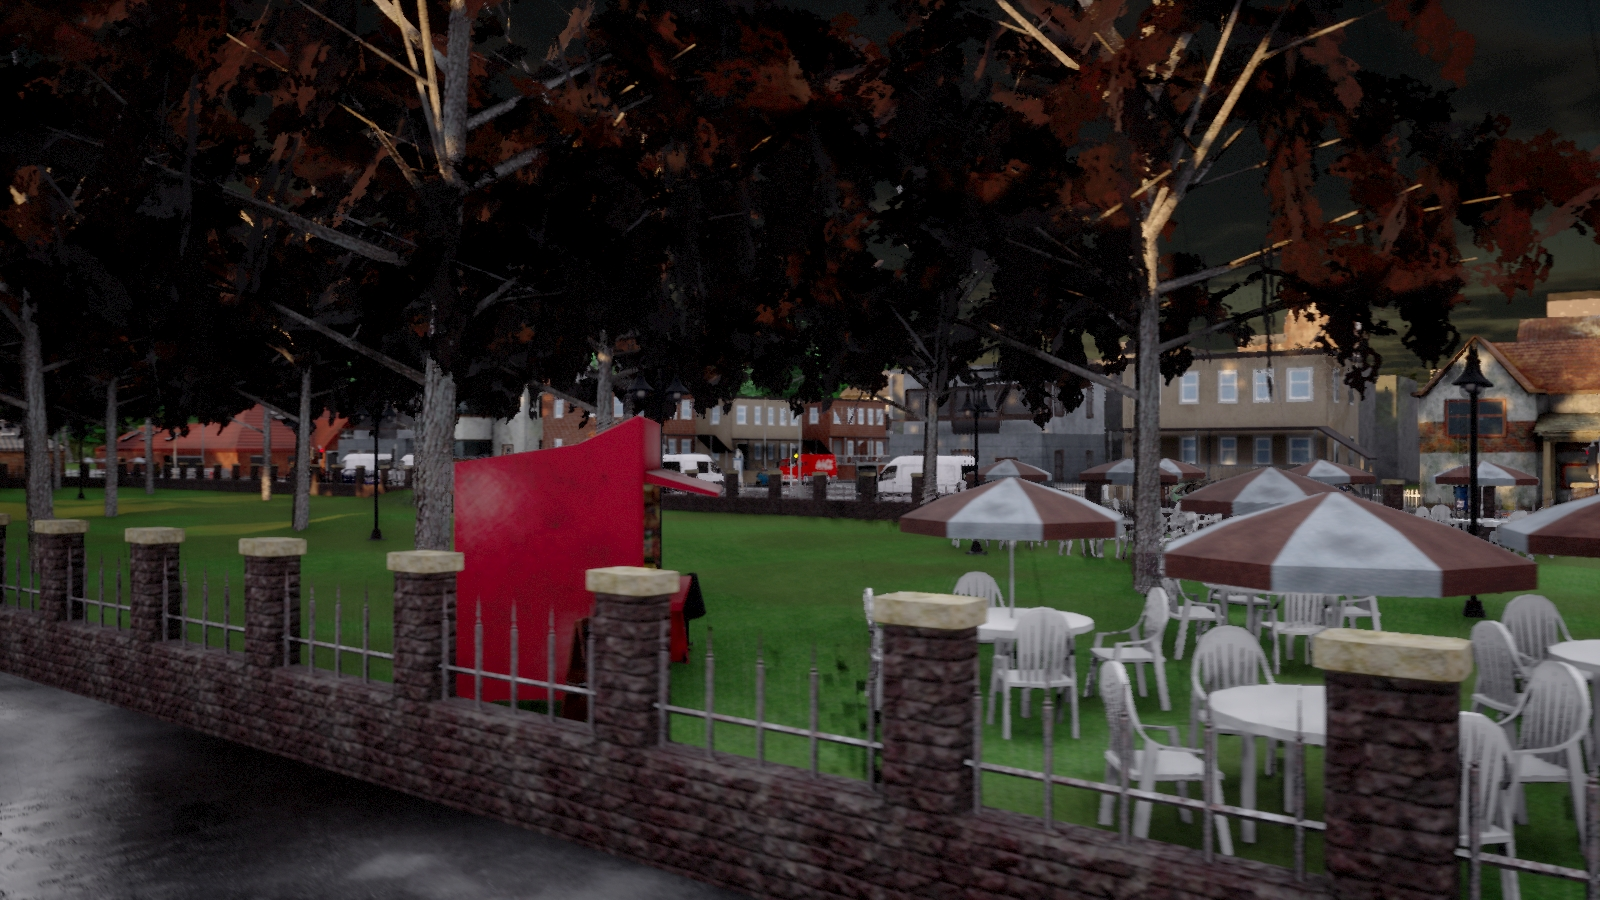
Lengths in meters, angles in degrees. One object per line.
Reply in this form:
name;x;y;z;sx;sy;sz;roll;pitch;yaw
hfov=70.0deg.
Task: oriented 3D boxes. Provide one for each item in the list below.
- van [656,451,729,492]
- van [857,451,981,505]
van;-6.945;1.327;74.381;1.988;2.561;5.915;-1;0;25
van;5.851;1.328;56.766;5.915;2.561;1.988;0;0;37
